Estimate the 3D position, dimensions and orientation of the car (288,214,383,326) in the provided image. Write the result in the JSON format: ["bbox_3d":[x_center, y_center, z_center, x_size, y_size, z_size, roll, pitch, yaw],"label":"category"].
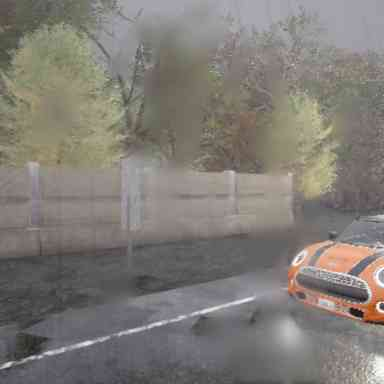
[{"bbox_3d":[4.085,1.289,6.892,4.553,1.767,2.097,0,1,-36],"label":"car"}]
